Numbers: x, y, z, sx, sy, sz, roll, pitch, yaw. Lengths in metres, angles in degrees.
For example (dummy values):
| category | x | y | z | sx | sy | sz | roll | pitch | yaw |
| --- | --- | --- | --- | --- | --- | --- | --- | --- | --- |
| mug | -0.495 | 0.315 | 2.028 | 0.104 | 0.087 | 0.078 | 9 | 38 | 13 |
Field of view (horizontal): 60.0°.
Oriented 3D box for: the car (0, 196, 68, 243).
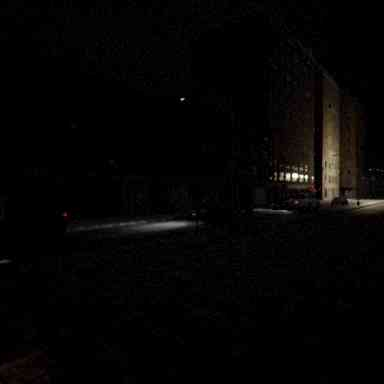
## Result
| category | x | y | z | sx | sy | sz | roll | pitch | yaw |
| --- | --- | --- | --- | --- | --- | --- | --- | --- | --- |
| car | -7.924 | 1.175 | 13.720 | 2.150 | 2.045 | 5.566 | 0 | 0 | 36 |

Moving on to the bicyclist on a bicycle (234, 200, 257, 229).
| category | x | y | z | sx | sy | sz | roll | pitch | yaw |
| --- | --- | --- | --- | --- | --- | --- | --- | --- | --- |
| bicyclist on a bicycle | 2.925 | 1.257 | 18.814 | 1.656 | 1.620 | 0.582 | 0 | 0 | 36 |

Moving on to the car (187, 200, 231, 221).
| category | x | y | z | sx | sy | sz | roll | pitch | yaw |
| --- | --- | --- | --- | --- | --- | --- | --- | --- | --- |
| car | 1.530 | 1.411 | 26.932 | 2.128 | 1.511 | 4.902 | 0 | 0 | 36 |

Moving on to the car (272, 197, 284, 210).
| category | x | y | z | sx | sy | sz | roll | pitch | yaw |
| --- | --- | --- | --- | --- | --- | --- | --- | --- | --- |
| car | 11.477 | 1.398 | 40.773 | 1.837 | 1.490 | 4.892 | 0 | 0 | 36 |

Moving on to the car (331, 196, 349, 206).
| category | x | y | z | sx | sy | sz | roll | pitch | yaw |
| --- | --- | --- | --- | --- | --- | --- | --- | --- | --- |
| car | 23.123 | 1.415 | 52.056 | 1.812 | 1.442 | 4.674 | 0 | 0 | 36 |

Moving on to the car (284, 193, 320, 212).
| category | x | y | z | sx | sy | sz | roll | pitch | yaw |
| --- | --- | --- | --- | --- | --- | --- | --- | --- | --- |
| car | 12.602 | 1.129 | 37.338 | 2.150 | 2.045 | 5.566 | 0 | 0 | 36 |
